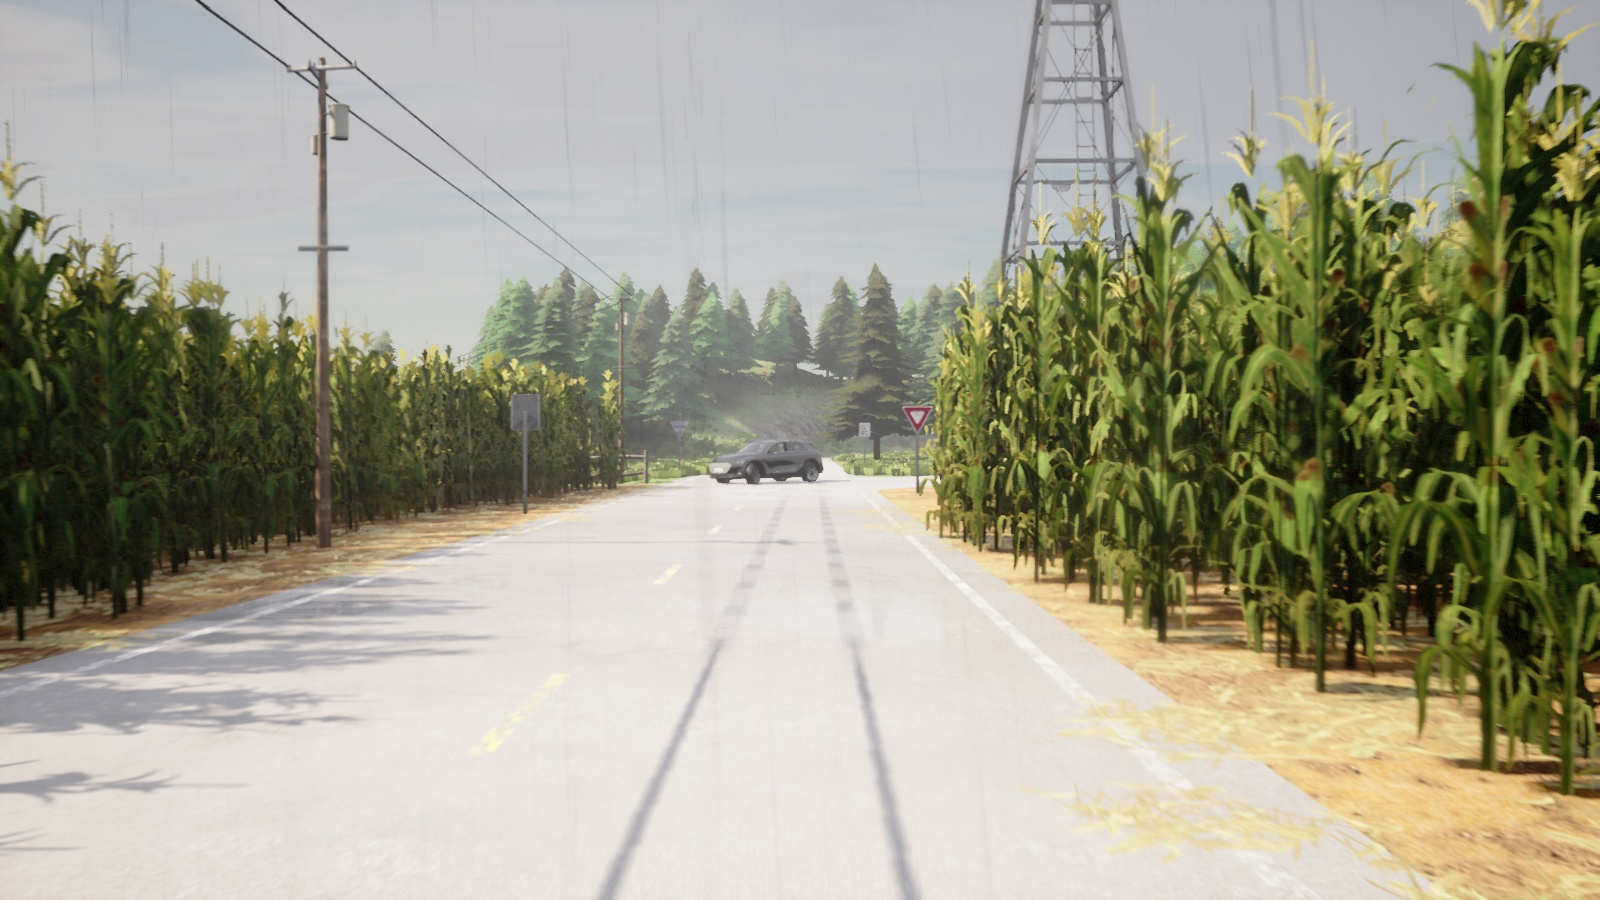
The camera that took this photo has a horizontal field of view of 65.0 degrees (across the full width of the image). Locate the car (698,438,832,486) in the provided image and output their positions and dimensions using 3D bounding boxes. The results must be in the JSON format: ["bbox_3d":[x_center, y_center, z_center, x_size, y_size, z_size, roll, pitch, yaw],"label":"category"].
[{"bbox_3d":[-1.237,0.401,46.306,2.033,1.649,4.856,-1,0,44],"label":"car"}]
